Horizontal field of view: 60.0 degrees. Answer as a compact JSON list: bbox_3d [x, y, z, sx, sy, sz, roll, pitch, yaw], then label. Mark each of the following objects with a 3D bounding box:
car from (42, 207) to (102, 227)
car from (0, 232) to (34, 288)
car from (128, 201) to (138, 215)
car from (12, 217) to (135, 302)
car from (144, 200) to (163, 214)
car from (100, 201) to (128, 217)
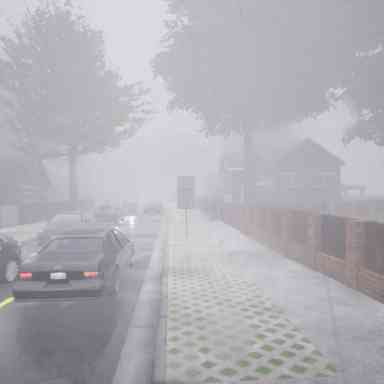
[{"bbox_3d":[-5.993,1.692,16.432,1.812,1.442,4.674,-1,0,-4],"label":"car"},{"bbox_3d":[-5.476,1.590,7.068,1.837,1.490,4.892,0,-1,-1],"label":"car"},{"bbox_3d":[-7.436,1.843,39.280,2.128,1.511,4.902,-1,0,-4],"label":"car"},{"bbox_3d":[-2.636,1.618,8.650,2.033,1.411,5.357,-1,0,-4],"label":"car"},{"bbox_3d":[-4.565,1.924,39.055,1.895,1.301,4.718,-1,0,-3],"label":"car"},{"bbox_3d":[-6.657,1.735,26.705,1.882,1.535,5.008,-1,-1,-4],"label":"car"}]
